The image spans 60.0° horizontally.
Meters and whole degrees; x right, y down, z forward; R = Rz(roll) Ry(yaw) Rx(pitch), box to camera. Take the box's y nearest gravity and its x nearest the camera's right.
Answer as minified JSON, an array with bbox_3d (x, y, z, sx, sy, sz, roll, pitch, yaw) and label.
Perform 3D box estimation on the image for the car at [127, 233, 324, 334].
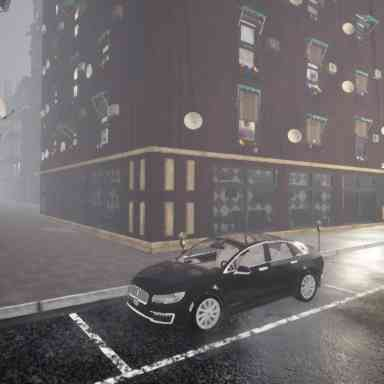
[{"bbox_3d":[0.871,1.552,6.669,4.403,1.369,2.008,0,1,-35],"label":"car"}]
